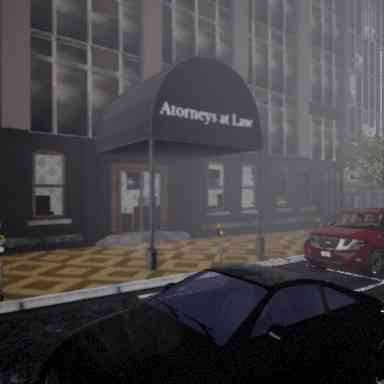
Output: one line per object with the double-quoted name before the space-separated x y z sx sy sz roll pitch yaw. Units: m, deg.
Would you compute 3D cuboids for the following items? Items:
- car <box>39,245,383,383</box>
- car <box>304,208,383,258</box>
"car" 0.563 1.600 3.778 4.181 1.385 1.994 1 -1 -36
"car" 5.834 1.466 10.887 5.009 1.841 2.192 1 -1 -36
